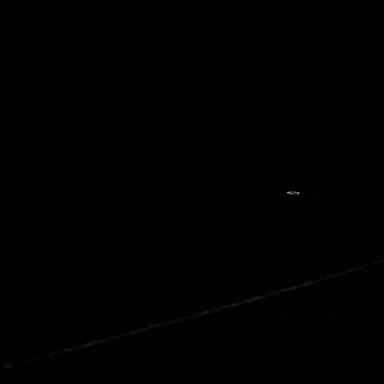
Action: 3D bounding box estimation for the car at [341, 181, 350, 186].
[{"bbox_3d":[36.202,-2.272,79.207,4.181,1.385,1.994,-4,3,-11],"label":"car"}]

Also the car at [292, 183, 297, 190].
[{"bbox_3d":[22.434,-1.139,70.910,2.097,1.767,4.553,-2,4,35],"label":"car"}]
